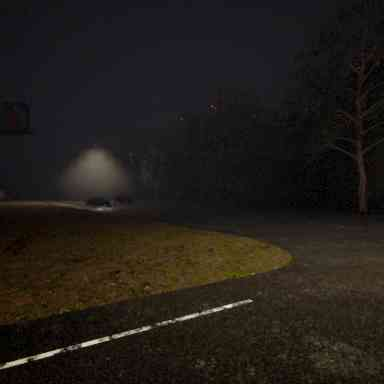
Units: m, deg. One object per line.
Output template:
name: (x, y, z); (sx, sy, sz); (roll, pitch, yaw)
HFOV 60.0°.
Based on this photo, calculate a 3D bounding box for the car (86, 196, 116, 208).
car: (-12.428, 1.288, 44.031); (2.033, 1.411, 5.357); (0, 0, -35)

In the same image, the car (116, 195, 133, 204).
car: (-11.260, 1.217, 54.820); (1.812, 1.442, 4.674); (0, 0, -34)

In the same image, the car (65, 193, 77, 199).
car: (-29.928, 0.993, 82.313); (2.128, 1.511, 4.902); (0, 0, -34)
